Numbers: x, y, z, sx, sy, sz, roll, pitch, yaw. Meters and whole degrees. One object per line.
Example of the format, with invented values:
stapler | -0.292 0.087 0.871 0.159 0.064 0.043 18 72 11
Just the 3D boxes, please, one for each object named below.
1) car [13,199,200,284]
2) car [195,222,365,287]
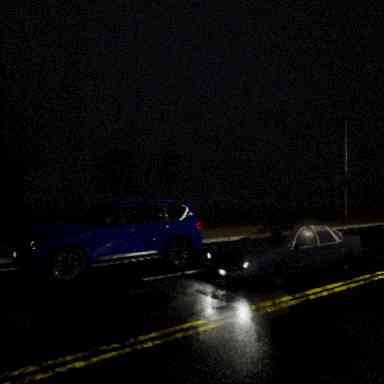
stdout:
car | -2.241 1.254 10.061 5.566 2.045 2.150 1 0 -35
car | 2.920 1.612 9.739 5.357 1.411 2.033 1 0 -35
